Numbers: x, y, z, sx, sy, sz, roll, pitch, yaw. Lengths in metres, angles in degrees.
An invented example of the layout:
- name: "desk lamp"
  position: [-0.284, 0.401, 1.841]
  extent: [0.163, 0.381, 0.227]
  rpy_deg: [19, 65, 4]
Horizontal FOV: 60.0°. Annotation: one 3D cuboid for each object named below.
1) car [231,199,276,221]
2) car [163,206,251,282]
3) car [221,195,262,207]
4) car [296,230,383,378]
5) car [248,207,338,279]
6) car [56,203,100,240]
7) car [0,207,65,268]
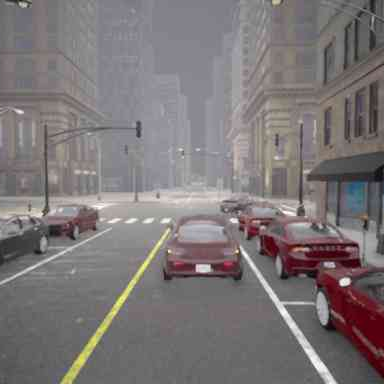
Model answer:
- name: "car"
  position: [3.048, 1.225, 14.739]
  extent: [1.887, 1.381, 4.507]
  rpy_deg: [-1, 1, 1]
- name: "car"
  position: [0.267, 1.328, 9.048]
  extent: [1.812, 1.442, 4.674]
  rpy_deg: [0, 1, 1]
- name: "car"
  position: [4.215, 0.988, 24.311]
  extent: [4.902, 1.511, 2.128]
  rpy_deg: [0, 2, -41]
- name: "car"
  position: [2.827, 1.461, 3.733]
  extent: [1.887, 1.381, 4.507]
  rpy_deg: [-1, 1, 1]
- name: "car"
  position: [2.937, 1.343, 9.236]
  extent: [1.887, 1.381, 4.507]
  rpy_deg: [-1, 1, 1]
- name: "car"
  position: [-5.476, 1.221, 14.910]
  extent: [1.887, 1.381, 4.507]
  rpy_deg: [-1, 1, 1]
- name: "car"
  position: [-5.586, 1.345, 9.407]
  extent: [2.008, 1.369, 4.403]
  rpy_deg: [-1, 1, 1]
